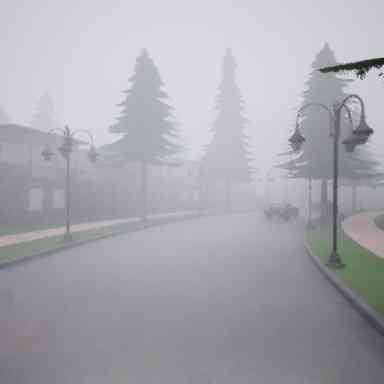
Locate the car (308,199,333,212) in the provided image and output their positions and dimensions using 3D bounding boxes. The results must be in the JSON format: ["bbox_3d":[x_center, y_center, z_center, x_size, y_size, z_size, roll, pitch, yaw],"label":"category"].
[{"bbox_3d":[15.226,1.522,38.788,1.882,1.535,5.008,1,0,42],"label":"car"}]

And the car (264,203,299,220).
[{"bbox_3d":[7.645,1.608,28.104,1.895,1.301,4.718,0,0,30],"label":"car"}]
